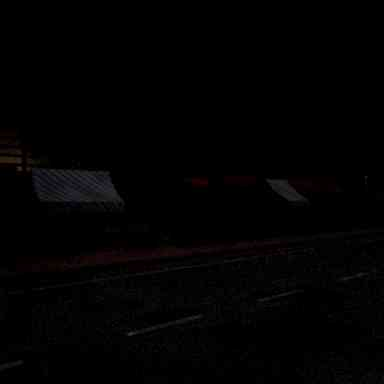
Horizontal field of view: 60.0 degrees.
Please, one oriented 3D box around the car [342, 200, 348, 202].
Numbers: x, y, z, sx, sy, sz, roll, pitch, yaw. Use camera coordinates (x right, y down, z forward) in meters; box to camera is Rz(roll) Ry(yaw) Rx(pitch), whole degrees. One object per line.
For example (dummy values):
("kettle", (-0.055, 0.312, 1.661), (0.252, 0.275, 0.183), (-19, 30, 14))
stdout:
("car", (29.158, 1.798, 66.345), (1.905, 1.878, 3.866), (1, 0, -36))
